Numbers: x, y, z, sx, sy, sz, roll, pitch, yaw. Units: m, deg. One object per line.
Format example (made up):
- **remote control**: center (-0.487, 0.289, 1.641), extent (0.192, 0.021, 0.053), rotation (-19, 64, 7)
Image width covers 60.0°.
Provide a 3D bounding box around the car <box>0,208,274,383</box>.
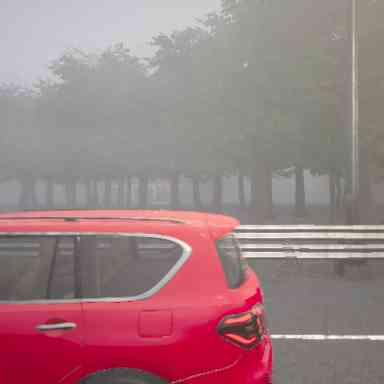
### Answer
- **car**: center (-2.004, 1.221, 3.476), extent (5.566, 2.045, 2.150), rotation (0, 0, 1)
